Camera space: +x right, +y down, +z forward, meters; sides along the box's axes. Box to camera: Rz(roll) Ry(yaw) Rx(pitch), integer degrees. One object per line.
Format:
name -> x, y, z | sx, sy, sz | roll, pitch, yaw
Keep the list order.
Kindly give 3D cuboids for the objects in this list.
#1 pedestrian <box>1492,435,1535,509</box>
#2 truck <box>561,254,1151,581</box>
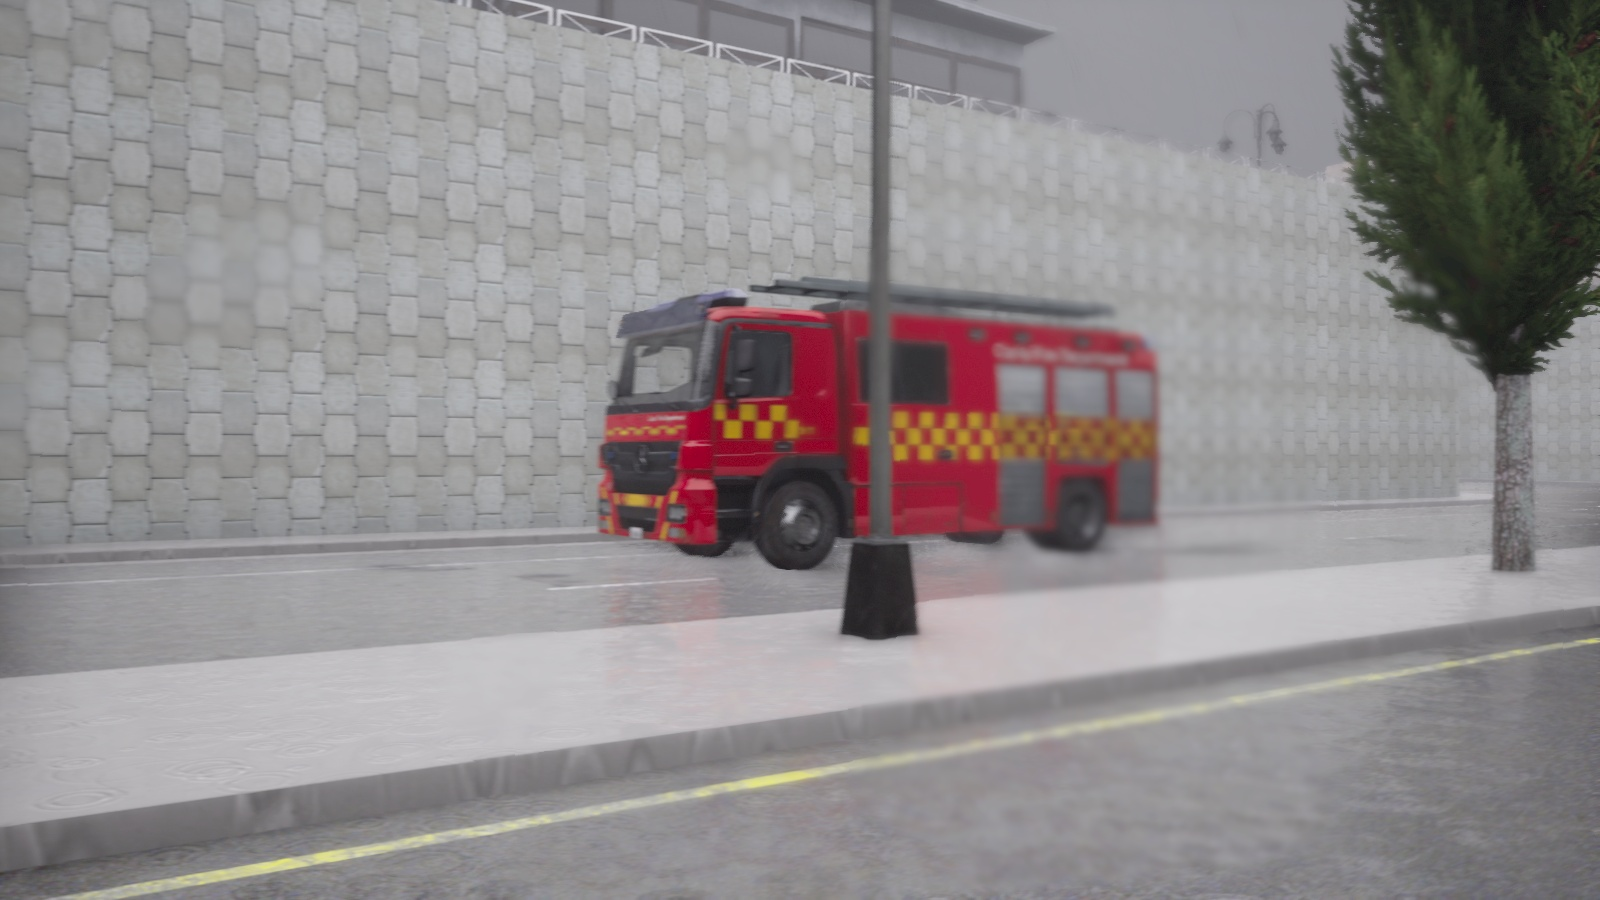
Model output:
pedestrian -> 19.147, 0.578, 33.697 | 0.873, 1.952, 0.659 | 0, 0, 43
truck -> 1.074, -0.379, 18.222 | 8.468, 3.827, 2.891 | 0, 0, -34
